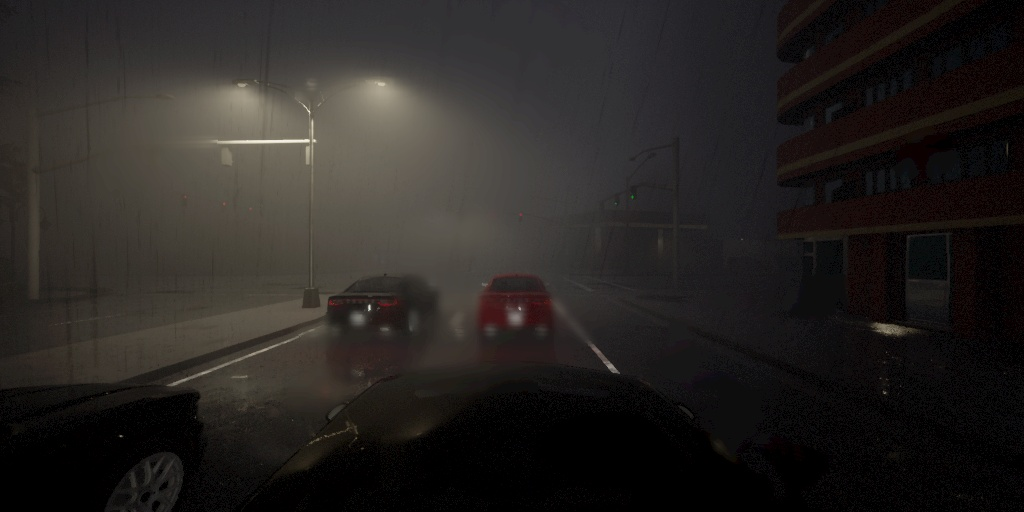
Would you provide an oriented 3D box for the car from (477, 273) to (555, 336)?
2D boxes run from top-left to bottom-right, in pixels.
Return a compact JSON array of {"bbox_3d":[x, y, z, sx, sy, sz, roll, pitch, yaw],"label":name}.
[{"bbox_3d":[0.121,1.228,10.421,1.882,1.535,5.008,0,0,1],"label":"car"}]

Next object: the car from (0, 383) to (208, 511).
[{"bbox_3d":[-3.409,1.228,0.838,1.882,1.535,5.008,0,0,0],"label":"car"}]

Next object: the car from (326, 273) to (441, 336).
[{"bbox_3d":[-3.384,1.228,10.411,1.882,1.535,5.008,0,0,0],"label":"car"}]
